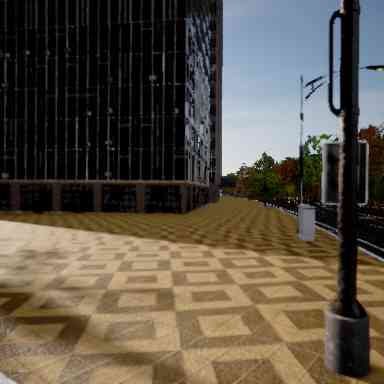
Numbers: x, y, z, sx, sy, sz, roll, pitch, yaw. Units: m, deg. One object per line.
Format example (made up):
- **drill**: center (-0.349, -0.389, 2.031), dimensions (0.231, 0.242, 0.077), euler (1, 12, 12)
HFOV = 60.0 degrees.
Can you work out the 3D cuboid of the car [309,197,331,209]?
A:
- **car**: center (16.758, 1.429, 43.678), dimensions (2.128, 1.511, 4.902), euler (1, 0, 8)
